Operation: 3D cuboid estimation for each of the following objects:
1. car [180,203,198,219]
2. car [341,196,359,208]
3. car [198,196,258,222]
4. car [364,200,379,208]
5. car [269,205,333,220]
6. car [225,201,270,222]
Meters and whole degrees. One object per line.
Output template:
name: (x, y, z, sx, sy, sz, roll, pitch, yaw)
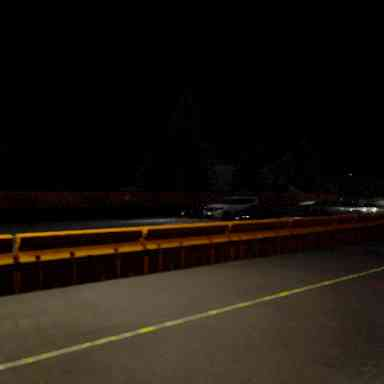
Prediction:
car: (1.080, 1.665, 30.997, 4.902, 1.511, 2.128, 1, 0, -39)
car: (28.833, 1.714, 60.597, 2.150, 2.045, 5.566, 0, 0, 36)
car: (3.526, 1.400, 28.441, 5.566, 2.045, 2.150, 1, 0, -39)
car: (31.601, 2.104, 58.450, 1.895, 1.301, 4.718, 0, 0, 36)
car: (7.902, 1.670, 23.033, 4.902, 1.511, 2.128, 1, 0, -39)
car: (5.107, 1.676, 25.260, 4.892, 1.490, 1.837, 1, 0, -39)
